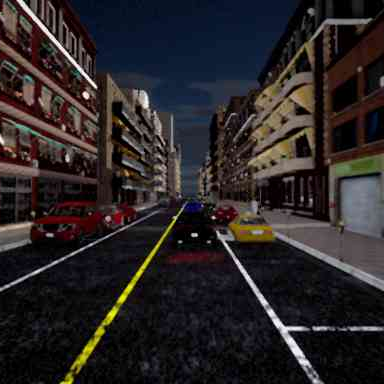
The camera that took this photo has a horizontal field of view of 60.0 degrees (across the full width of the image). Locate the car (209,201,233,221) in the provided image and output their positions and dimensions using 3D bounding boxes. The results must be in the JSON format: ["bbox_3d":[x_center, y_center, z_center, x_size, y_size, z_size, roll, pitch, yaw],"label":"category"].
[{"bbox_3d":[2.695,1.735,27.078,1.887,1.381,4.507,0,0,0],"label":"car"}]

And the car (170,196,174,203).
[{"bbox_3d":[-5.678,2.048,72.172,2.008,1.369,4.403,0,0,0],"label":"car"}]

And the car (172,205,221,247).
[{"bbox_3d":[0.115,1.589,15.785,1.882,1.535,5.008,0,0,0],"label":"car"}]

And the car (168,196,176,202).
[{"bbox_3d":[-5.672,1.965,94.718,2.192,1.841,5.009,0,0,0],"label":"car"}]

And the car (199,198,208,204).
[{"bbox_3d":[2.704,2.103,77.802,1.947,1.339,4.313,0,0,0],"label":"car"}]

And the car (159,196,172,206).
[{"bbox_3d":[-5.678,2.009,66.535,2.008,1.369,4.403,0,0,0],"label":"car"}]

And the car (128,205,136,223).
[{"bbox_3d":[-5.685,1.733,27.084,1.887,1.381,4.507,0,0,0],"label":"car"}]

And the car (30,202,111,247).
[{"bbox_3d":[-5.686,1.425,15.813,2.192,1.841,5.009,0,0,0],"label":"car"}]

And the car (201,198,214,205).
[{"bbox_3d":[2.699,1.896,49.622,2.008,1.369,4.403,0,0,0],"label":"car"}]

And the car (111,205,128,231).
[{"bbox_3d":[-5.686,1.589,21.447,1.967,1.590,4.097,0,0,0],"label":"car"}]

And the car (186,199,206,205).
[{"bbox_3d":[0.105,1.706,32.773,1.882,1.535,5.008,0,0,0],"label":"car"}]

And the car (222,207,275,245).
[{"bbox_3d":[2.693,1.639,15.976,1.752,1.417,4.829,0,0,0],"label":"car"}]

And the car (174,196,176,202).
[{"bbox_3d":[-5.675,2.118,83.444,1.887,1.381,4.507,0,0,0],"label":"car"}]

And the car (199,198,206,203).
[{"bbox_3d":[2.706,2.195,89.074,1.802,1.307,4.206,0,0,0],"label":"car"}]
